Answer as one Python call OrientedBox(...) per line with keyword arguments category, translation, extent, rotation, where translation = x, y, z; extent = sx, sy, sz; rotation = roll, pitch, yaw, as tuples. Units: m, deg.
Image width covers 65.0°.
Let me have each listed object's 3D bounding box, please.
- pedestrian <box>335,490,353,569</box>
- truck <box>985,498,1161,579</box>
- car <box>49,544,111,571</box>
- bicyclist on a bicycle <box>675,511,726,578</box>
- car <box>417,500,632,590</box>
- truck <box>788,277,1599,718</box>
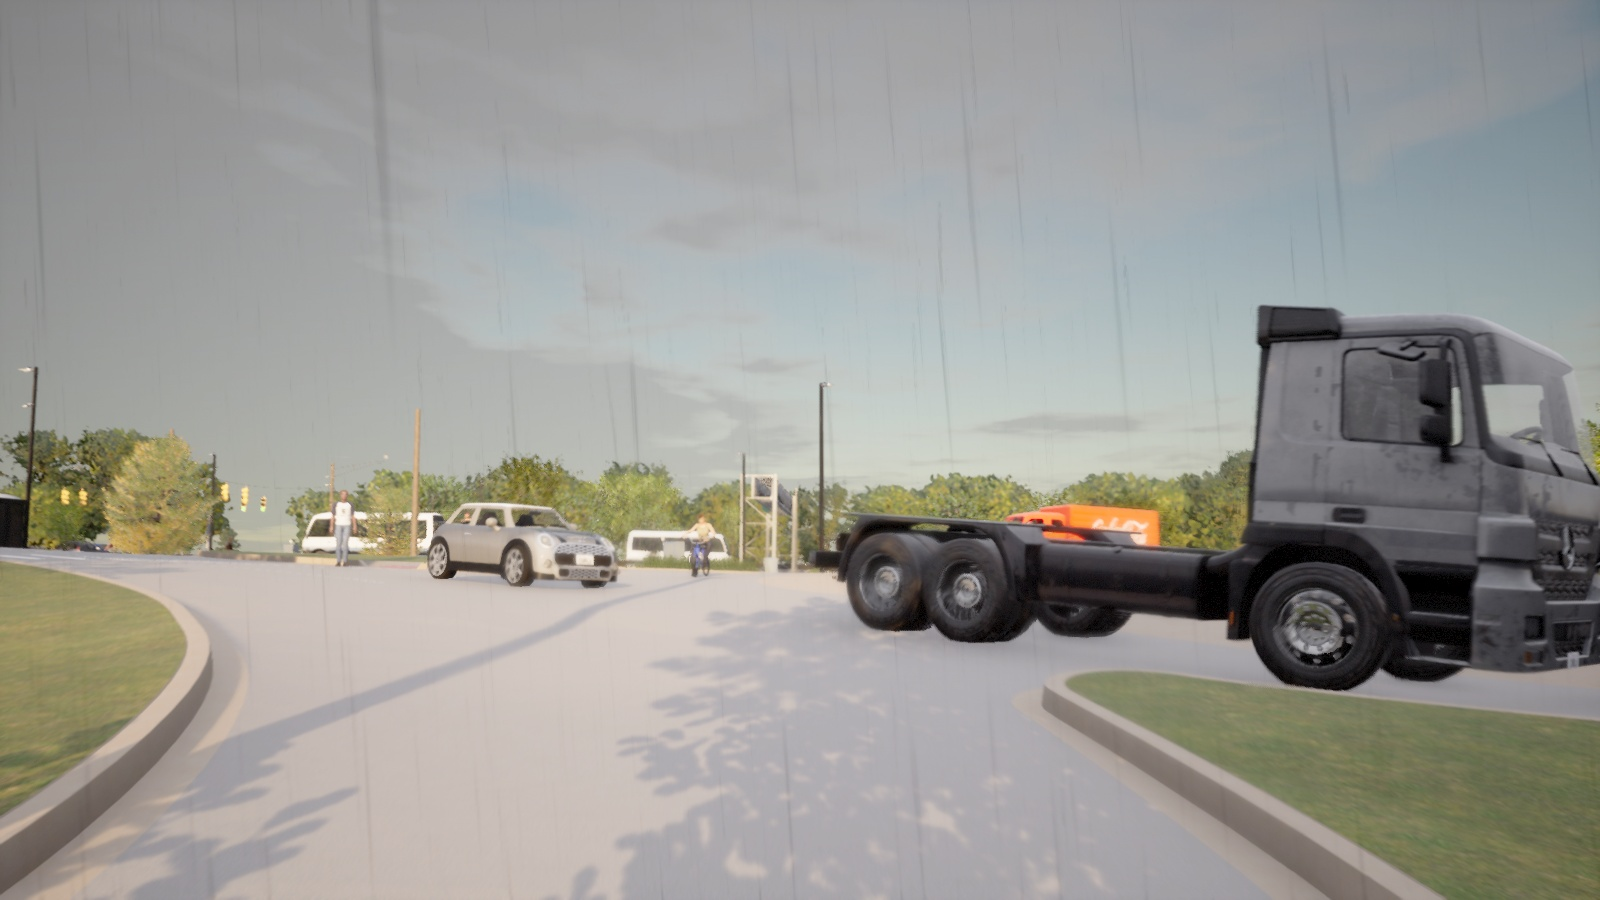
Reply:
OrientedBox(category="pedestrian", translation=(-10.920, 1.912, 30.072), extent=(0.354, 1.836, 0.706), rotation=(2, -6, -21))
OrientedBox(category="truck", translation=(9.217, 3.054, 42.542), extent=(5.204, 2.467, 2.627), rotation=(4, -7, -18))
OrientedBox(category="car", translation=(-45.905, 6.876, 80.120), extent=(1.851, 1.617, 3.988), rotation=(0, -5, -5))
OrientedBox(category="bicyclist on a bicycle", translation=(-2.480, 2.375, 31.536), extent=(0.866, 1.612, 1.509), rotation=(-2, -4, 12))
OrientedBox(category="car", translation=(-5.133, 1.728, 23.222), extent=(3.806, 1.475, 1.970), rotation=(-2, -7, 43))
OrientedBox(category="truck", translation=(3.770, 0.447, 13.673), extent=(2.891, 3.462, 7.936), rotation=(6, -4, -45))
